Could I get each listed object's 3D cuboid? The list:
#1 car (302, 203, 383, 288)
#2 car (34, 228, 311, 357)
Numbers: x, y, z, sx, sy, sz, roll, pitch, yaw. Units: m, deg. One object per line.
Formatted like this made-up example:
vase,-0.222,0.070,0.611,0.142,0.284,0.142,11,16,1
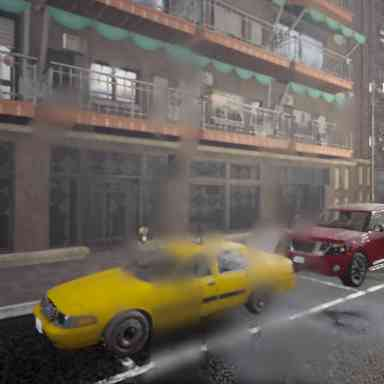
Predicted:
car,4.605,1.277,9.383,5.009,1.841,2.192,0,1,-36
car,-0.148,1.511,5.990,4.829,1.417,1.752,0,1,-36
